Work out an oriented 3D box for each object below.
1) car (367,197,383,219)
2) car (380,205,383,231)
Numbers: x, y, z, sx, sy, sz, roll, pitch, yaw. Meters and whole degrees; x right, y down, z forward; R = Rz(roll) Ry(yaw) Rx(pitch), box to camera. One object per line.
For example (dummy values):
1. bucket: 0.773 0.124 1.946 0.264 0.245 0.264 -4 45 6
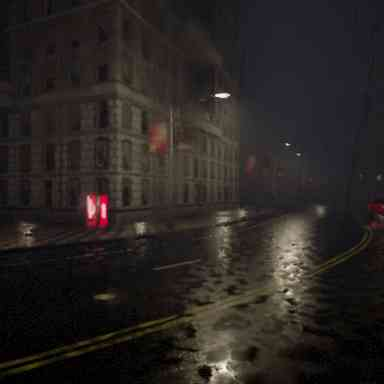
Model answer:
1. car: 17.994 1.460 31.555 2.150 2.045 5.566 0 0 25
2. car: 11.770 1.669 18.637 1.812 1.442 4.674 0 -1 28
